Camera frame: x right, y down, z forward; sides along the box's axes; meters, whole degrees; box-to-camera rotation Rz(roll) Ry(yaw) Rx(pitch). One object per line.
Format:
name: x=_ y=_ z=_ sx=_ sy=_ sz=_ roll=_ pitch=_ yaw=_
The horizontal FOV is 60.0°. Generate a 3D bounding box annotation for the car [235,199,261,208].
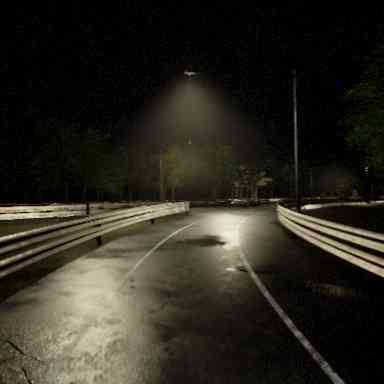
car: x=9.364 y=1.927 z=55.204 sx=2.033 sy=1.411 sz=5.357 roll=-2 pitch=-2 yaw=44

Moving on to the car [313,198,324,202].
car: x=28.525 y=1.976 z=74.894 sx=1.882 sy=1.535 sz=5.008 roll=-2 pitch=-1 yaw=44

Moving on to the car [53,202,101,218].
car: x=-11.554 y=1.802 z=33.710 sx=2.128 sy=1.511 sz=4.902 roll=-2 pitch=-1 yaw=44
